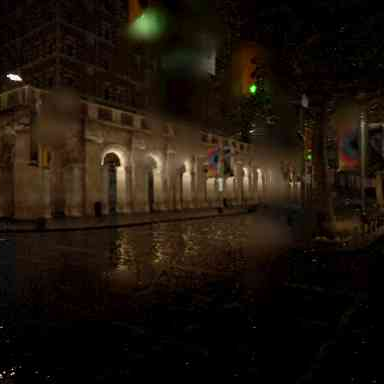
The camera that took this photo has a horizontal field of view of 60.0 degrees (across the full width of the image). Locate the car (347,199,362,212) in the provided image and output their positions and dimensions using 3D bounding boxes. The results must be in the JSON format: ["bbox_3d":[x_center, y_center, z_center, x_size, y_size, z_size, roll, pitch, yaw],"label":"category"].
[{"bbox_3d":[19.106,1.546,39.886,2.033,1.411,5.357,0,0,36],"label":"car"}]

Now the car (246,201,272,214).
[{"bbox_3d":[7.549,1.594,35.258,1.895,1.301,4.718,0,0,36],"label":"car"}]

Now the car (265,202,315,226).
[{"bbox_3d":[7.079,1.563,23.247,1.994,1.385,4.181,0,0,36],"label":"car"}]

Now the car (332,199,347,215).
[{"bbox_3d":[12.847,1.563,31.247,1.994,1.385,4.181,0,0,35],"label":"car"}]
